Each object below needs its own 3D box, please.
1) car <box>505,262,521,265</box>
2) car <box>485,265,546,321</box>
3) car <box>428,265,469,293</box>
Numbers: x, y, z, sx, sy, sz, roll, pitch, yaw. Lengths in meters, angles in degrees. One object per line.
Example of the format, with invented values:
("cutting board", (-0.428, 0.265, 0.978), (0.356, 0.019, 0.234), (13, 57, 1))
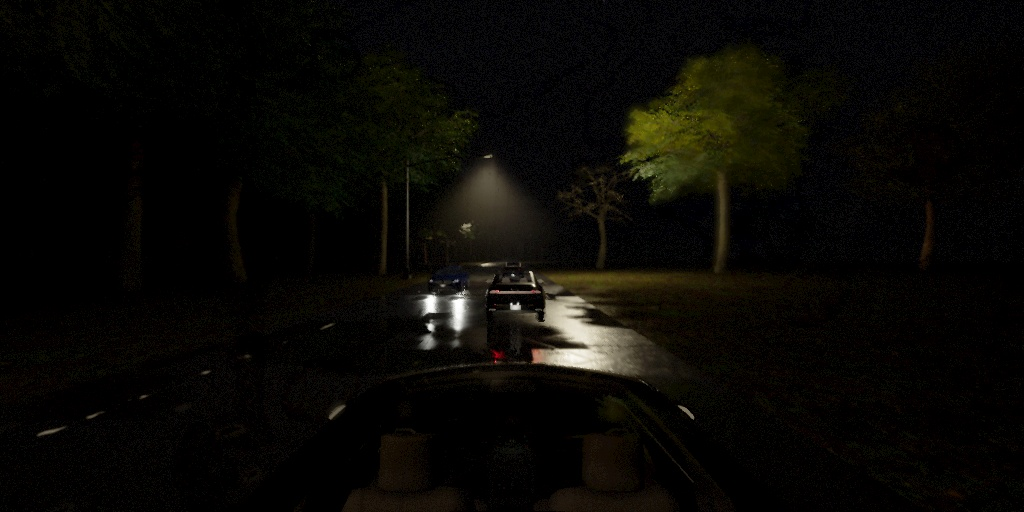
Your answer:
("car", (0.094, 1.255, 30.955), (1.837, 1.490, 4.892), (0, 0, 0))
("car", (0.098, 1.244, 12.571), (2.128, 1.511, 4.902), (0, 0, 0))
("car", (-3.604, 1.278, 20.991), (1.812, 1.442, 4.674), (0, 0, 0))
